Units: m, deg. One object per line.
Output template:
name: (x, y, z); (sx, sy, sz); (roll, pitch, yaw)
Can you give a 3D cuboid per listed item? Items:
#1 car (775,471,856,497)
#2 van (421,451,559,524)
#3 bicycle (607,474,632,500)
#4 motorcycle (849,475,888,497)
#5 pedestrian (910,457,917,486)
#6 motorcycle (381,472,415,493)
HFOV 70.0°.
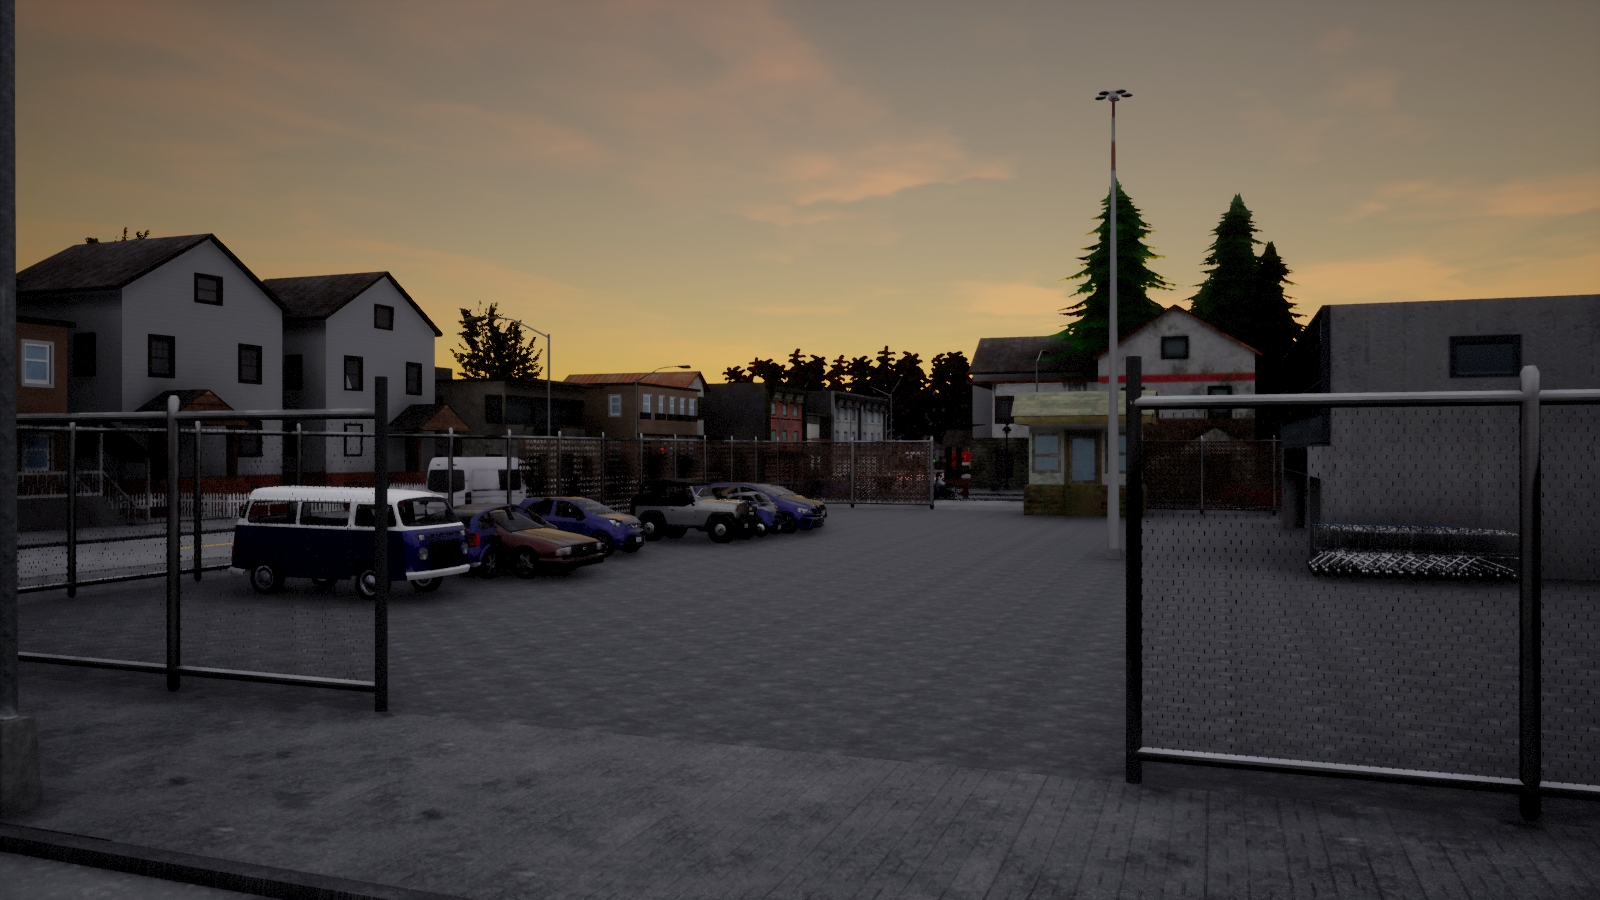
car: (0.892, 1.902, 64.708); (4.181, 1.385, 1.994); (0, 0, 18)
van: (-11.617, 1.319, 43.358); (1.988, 2.561, 5.915); (0, 0, 20)
bicycle: (-9.464, 1.941, 59.867); (0.373, 1.296, 1.643); (2, 1, 26)
motorcycle: (3.804, 1.996, 63.728); (2.033, 1.145, 0.803); (0, 0, 20)
pedestrian: (7.322, 1.403, 73.744); (0.375, 1.860, 0.375); (0, 0, -15)
motorcycle: (-24.470, 1.970, 69.613); (1.805, 1.236, 0.856); (0, 0, 19)
